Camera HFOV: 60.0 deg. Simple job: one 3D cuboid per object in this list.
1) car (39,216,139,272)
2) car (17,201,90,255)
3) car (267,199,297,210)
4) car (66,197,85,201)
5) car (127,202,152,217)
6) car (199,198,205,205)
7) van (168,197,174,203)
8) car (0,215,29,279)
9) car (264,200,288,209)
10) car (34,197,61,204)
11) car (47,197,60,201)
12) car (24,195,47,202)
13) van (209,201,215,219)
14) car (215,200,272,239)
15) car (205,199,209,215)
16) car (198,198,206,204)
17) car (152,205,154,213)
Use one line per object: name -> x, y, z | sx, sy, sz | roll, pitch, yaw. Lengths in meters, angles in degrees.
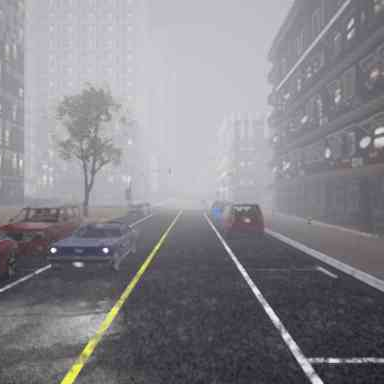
car -> -3.099, 1.704, 11.316 | 1.895, 1.301, 4.718 | 0, -1, 0
car -> -5.691, 1.433, 12.975 | 2.192, 1.841, 5.009 | 0, -1, 0
car -> 15.734, 2.187, 58.164 | 4.553, 1.767, 2.097 | 1, 0, -1
car -> -22.030, 1.714, 63.534 | 4.829, 1.417, 1.752 | 1, -1, -1
car -> -5.691, 1.888, 35.176 | 1.947, 1.339, 4.313 | 0, -1, 0
car -> 2.689, 2.312, 80.065 | 1.947, 1.339, 4.313 | 0, -1, 0
van -> -5.692, 2.183, 90.033 | 1.690, 1.788, 3.998 | 0, -1, 0
car -> -5.692, 1.508, 7.423 | 1.967, 1.590, 4.097 | 0, -1, 0
car -> 16.029, 2.350, 63.872 | 4.097, 1.590, 1.967 | 1, -1, -1
car -> -27.476, 1.651, 63.385 | 4.313, 1.339, 1.947 | 1, -1, -1
car -> -25.700, 1.539, 57.702 | 5.008, 1.535, 1.882 | 1, 0, -1
car -> -27.368, 1.349, 55.012 | 5.009, 1.841, 2.192 | 1, -1, -1
van -> 2.689, 1.612, 29.628 | 1.690, 1.788, 3.998 | 0, -1, 0
car -> 2.689, 1.484, 18.527 | 2.192, 1.841, 5.009 | 0, -1, 0
car -> 2.689, 1.763, 35.178 | 1.967, 1.590, 4.097 | 0, -1, 0
car -> 2.689, 2.387, 90.032 | 1.887, 1.381, 4.507 | 0, -1, 0
car -> -5.691, 1.937, 40.422 | 1.947, 1.339, 4.313 | 0, -1, 0
